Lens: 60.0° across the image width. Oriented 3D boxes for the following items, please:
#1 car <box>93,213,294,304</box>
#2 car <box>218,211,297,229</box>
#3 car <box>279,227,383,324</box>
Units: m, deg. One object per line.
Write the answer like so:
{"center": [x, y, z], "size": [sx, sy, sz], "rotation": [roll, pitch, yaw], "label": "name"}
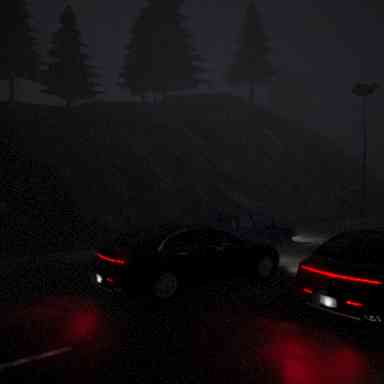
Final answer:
{"center": [0.097, 1.489, 8.169], "size": [4.892, 1.490, 1.837], "rotation": [-1, 0, -35], "label": "car"}
{"center": [2.102, 1.513, 13.876], "size": [5.357, 1.411, 2.033], "rotation": [0, 0, -36], "label": "car"}
{"center": [4.169, 1.481, 6.762], "size": [4.892, 1.490, 1.837], "rotation": [-1, 1, -35], "label": "car"}
